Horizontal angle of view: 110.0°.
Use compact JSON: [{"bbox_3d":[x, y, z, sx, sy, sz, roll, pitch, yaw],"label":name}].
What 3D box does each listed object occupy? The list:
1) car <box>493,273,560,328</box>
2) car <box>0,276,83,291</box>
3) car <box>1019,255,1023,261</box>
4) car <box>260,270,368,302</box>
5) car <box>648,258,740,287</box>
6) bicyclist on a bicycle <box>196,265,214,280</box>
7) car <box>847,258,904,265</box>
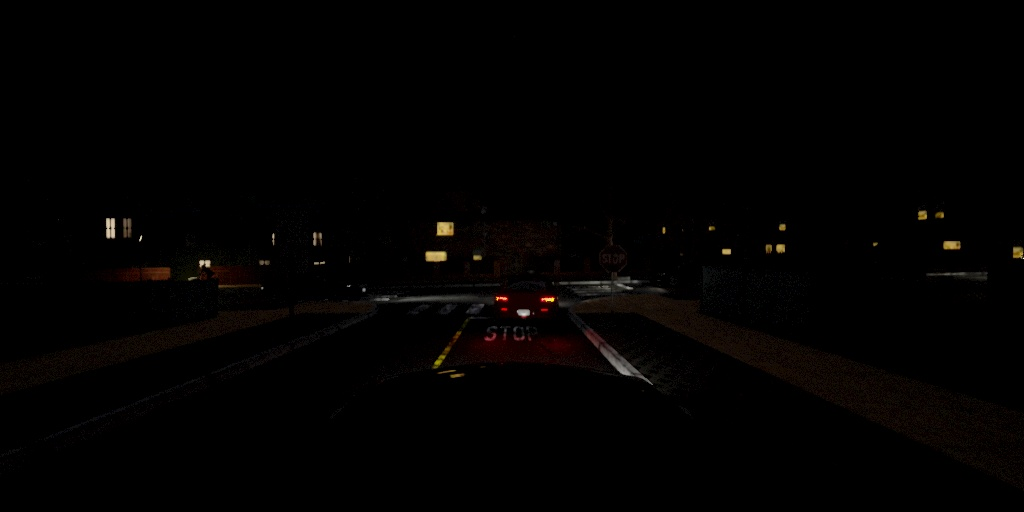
[{"bbox_3d":[0.537,1.269,11.372,1.812,1.442,4.674,0,0,6],"label":"car"},{"bbox_3d":[-22.985,1.763,17.783,4.892,1.490,1.837,-2,1,0],"label":"car"},{"bbox_3d":[33.214,0.108,20.774,5.566,2.045,2.150,-1,1,0],"label":"car"},{"bbox_3d":[-9.614,1.435,17.555,4.902,1.511,2.128,-1,1,5],"label":"car"},{"bbox_3d":[10.472,0.898,20.734,5.008,1.535,1.882,-1,1,-1],"label":"car"},{"bbox_3d":[-20.158,1.398,23.631,0.582,1.620,1.656,-1,1,0],"label":"bicyclist on a bicycle"},{"bbox_3d":[20.599,0.782,20.778,4.718,1.301,1.895,-1,1,0],"label":"car"}]
